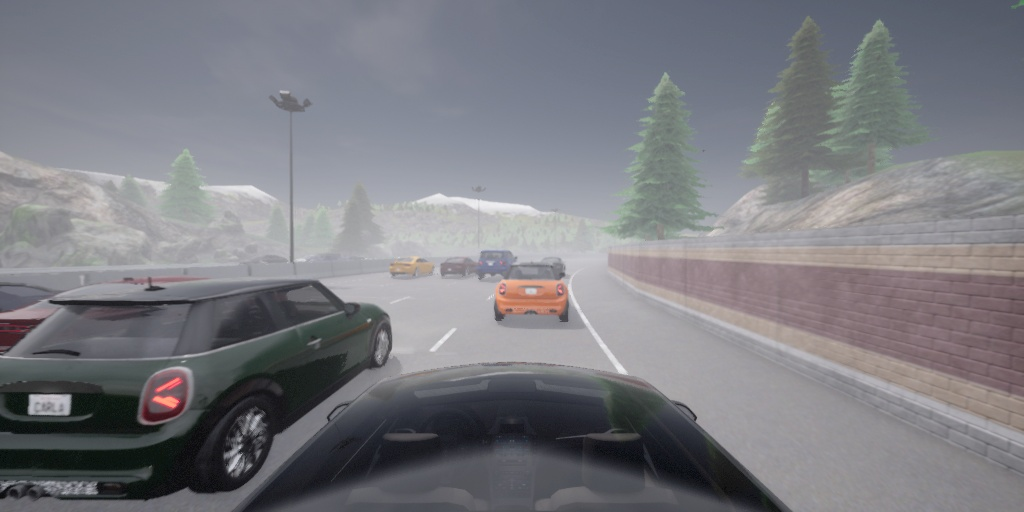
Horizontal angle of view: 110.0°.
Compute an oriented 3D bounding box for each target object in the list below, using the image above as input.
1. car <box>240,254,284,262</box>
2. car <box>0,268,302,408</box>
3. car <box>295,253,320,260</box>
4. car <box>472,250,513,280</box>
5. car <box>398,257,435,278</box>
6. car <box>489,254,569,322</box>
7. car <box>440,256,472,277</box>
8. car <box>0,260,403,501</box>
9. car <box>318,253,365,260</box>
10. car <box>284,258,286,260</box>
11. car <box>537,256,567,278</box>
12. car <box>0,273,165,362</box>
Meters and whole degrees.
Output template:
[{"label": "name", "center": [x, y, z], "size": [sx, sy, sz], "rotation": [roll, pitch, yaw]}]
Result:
[{"label": "car", "center": [-26.864, 0.589, 38.803], "size": [1.837, 1.490, 4.892], "rotation": [0, 1, 14]}, {"label": "car", "center": [-6.660, 1.125, 7.091], "size": [1.882, 1.535, 5.008], "rotation": [0, 1, 3]}, {"label": "car", "center": [-19.879, 0.467, 37.874], "size": [2.097, 1.767, 4.553], "rotation": [0, 1, 14]}, {"label": "car", "center": [-0.888, 0.574, 25.944], "size": [2.150, 2.045, 5.566], "rotation": [0, 1, 11]}, {"label": "car", "center": [-7.607, 0.784, 27.888], "size": [1.882, 1.535, 5.008], "rotation": [0, 1, 11]}, {"label": "car", "center": [0.694, 0.939, 11.815], "size": [2.097, 1.767, 4.553], "rotation": [0, 1, 5]}, {"label": "car", "center": [-3.993, 0.788, 28.140], "size": [1.882, 1.535, 5.008], "rotation": [0, 1, 11]}, {"label": "car", "center": [-3.252, 1.046, 4.683], "size": [2.097, 1.767, 4.553], "rotation": [0, 1, 1]}, {"label": "car", "center": [-16.665, 0.692, 36.560], "size": [2.033, 1.411, 5.357], "rotation": [0, 1, 14]}, {"label": "car", "center": [-22.820, 0.590, 40.593], "size": [1.812, 1.442, 4.674], "rotation": [0, 1, 15]}, {"label": "car", "center": [3.255, 0.797, 28.604], "size": [1.882, 1.535, 5.008], "rotation": [0, 1, 12]}, {"label": "car", "center": [-10.220, 1.192, 6.732], "size": [2.033, 1.411, 5.357], "rotation": [0, 1, 3]}]
